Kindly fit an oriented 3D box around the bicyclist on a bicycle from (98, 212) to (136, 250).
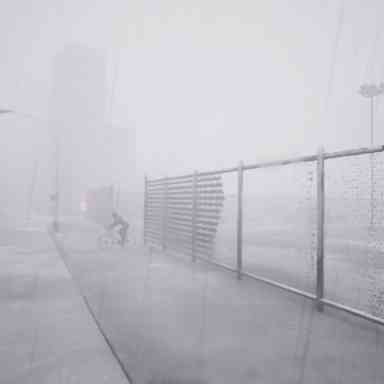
[{"bbox_3d":[-3.236,1.701,14.462,1.656,1.620,0.582,1,-3,-26],"label":"bicyclist on a bicycle"}]
